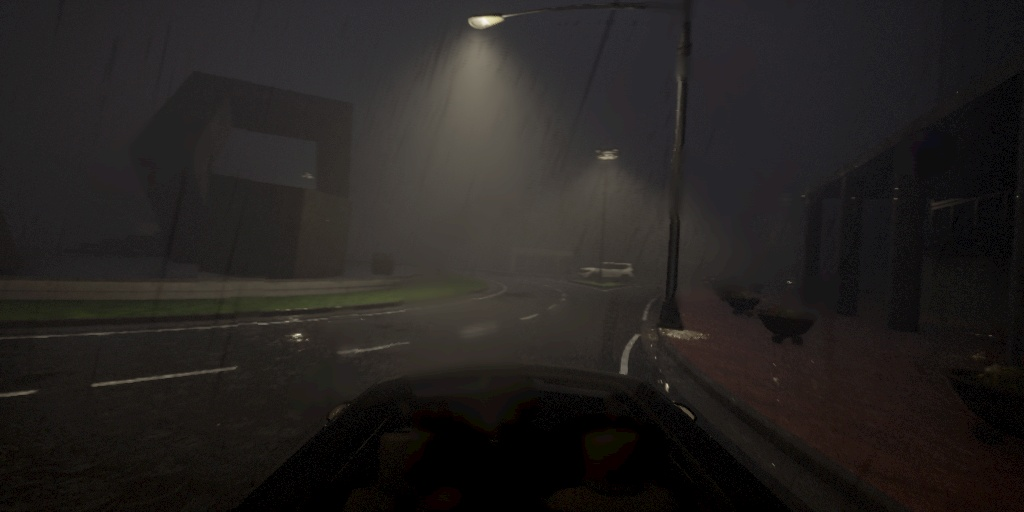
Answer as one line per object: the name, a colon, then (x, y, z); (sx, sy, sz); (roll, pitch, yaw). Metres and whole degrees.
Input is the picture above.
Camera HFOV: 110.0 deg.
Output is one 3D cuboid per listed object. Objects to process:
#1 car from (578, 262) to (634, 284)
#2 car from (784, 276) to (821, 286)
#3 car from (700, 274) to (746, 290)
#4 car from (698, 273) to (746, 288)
car: (9.581, 1.637, 36.466); (5.566, 2.045, 2.150); (3, 0, -10)
car: (38.837, 3.379, 47.815); (5.357, 1.411, 2.033); (3, 0, -24)
car: (21.392, 2.608, 36.105); (4.902, 1.511, 2.128); (4, 0, -25)
car: (24.327, 2.854, 41.488); (5.357, 1.411, 2.033); (3, 0, -23)
